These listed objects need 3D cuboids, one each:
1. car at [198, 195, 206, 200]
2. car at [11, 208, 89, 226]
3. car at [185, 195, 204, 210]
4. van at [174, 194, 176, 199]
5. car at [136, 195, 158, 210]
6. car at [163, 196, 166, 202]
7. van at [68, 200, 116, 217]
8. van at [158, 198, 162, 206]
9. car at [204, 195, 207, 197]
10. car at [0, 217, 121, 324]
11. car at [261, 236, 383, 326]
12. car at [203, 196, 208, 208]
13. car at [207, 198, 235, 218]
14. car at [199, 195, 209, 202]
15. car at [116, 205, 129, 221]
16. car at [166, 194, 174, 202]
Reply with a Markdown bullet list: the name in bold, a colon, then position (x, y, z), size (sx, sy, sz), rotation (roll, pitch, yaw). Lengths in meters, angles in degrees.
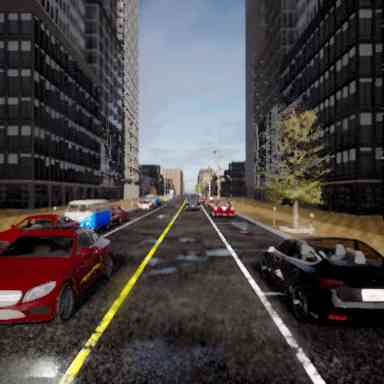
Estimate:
- **car**: position (2.714, 1.501, 92.396), size (2.008, 1.369, 4.403), rotation (0, 0, 0)
- **car**: position (-5.684, 1.543, 12.724), size (1.887, 1.381, 4.507), rotation (0, 0, 0)
- **car**: position (0.109, 1.479, 41.819), size (2.128, 1.511, 4.902), rotation (0, 0, 0)
- **van**: position (-5.667, 1.296, 86.722), size (1.690, 1.788, 3.998), rotation (0, 0, 0)
- **car**: position (-5.677, 1.427, 41.184), size (1.967, 1.590, 4.097), rotation (0, 0, 0)
- **car**: position (-5.675, 1.546, 52.570), size (1.947, 1.339, 4.313), rotation (0, 0, 0)
- **van**: position (-5.682, 1.338, 18.417), size (1.690, 1.788, 3.998), rotation (0, 0, 0)
- **van**: position (-5.675, 1.325, 46.878), size (1.690, 1.788, 3.998), rotation (0, 0, 0)
- **car**: position (2.704, 1.509, 47.031), size (1.752, 1.417, 4.829), rotation (0, 0, 0)
- **car**: position (-3.041, 1.525, 7.297), size (1.812, 1.442, 4.674), rotation (0, 0, 0)
- **car**: position (2.695, 1.565, 7.017), size (1.947, 1.339, 4.313), rotation (0, 0, 0)
- **car**: position (2.703, 1.569, 41.169), size (1.802, 1.307, 4.206), rotation (0, 0, 0)
- **car**: position (2.701, 1.433, 29.784), size (1.967, 1.590, 4.097), rotation (0, 0, 0)
- **car**: position (2.711, 1.404, 75.320), size (1.967, 1.590, 4.097), rotation (0, 0, 0)
- **car**: position (-5.682, 1.577, 24.109), size (1.802, 1.307, 4.206), rotation (0, 0, 0)
- **car**: position (-5.670, 1.490, 75.167), size (1.752, 1.417, 4.829), rotation (0, 0, 0)
